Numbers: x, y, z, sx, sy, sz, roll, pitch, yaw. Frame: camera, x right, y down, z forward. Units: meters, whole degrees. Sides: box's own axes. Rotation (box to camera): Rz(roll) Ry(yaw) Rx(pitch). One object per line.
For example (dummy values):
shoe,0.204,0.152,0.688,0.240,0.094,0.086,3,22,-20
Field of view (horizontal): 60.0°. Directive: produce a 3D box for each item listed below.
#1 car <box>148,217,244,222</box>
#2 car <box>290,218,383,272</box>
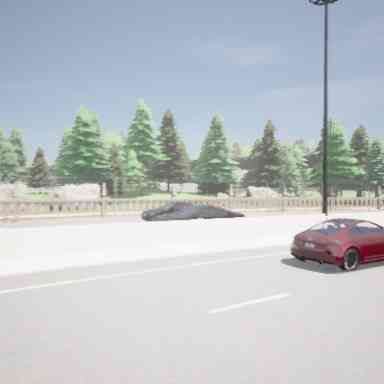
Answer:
car,0.300,1.427,16.284,5.008,1.535,1.882,0,0,-29
car,5.217,1.547,10.787,4.181,1.385,1.994,0,0,-29
